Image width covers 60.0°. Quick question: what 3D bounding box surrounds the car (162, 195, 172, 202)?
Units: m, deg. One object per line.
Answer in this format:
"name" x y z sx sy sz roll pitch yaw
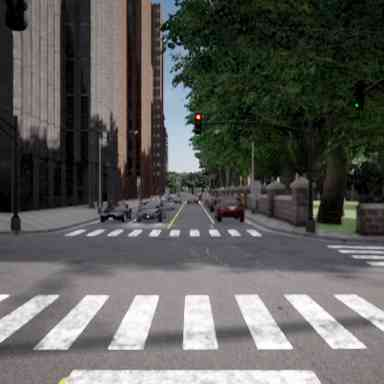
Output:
"car" -5.631 1.456 74.705 1.887 1.381 4.507 0 0 0

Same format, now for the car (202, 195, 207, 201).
"car" 2.847 1.487 47.412 2.008 1.369 4.403 0 0 0

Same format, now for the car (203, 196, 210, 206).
"car" 2.837 1.492 41.955 2.008 1.369 4.403 0 0 0

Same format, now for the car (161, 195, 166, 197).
"car" -5.669 1.513 52.877 1.802 1.307 4.206 0 0 0

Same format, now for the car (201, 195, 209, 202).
"car" 2.895 1.437 74.864 1.752 1.417 4.829 0 0 0

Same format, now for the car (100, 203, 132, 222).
"car" -5.716 1.523 25.592 1.947 1.339 4.313 0 0 0

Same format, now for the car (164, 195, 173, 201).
"car" -5.621 1.453 80.162 1.887 1.381 4.507 0 0 0

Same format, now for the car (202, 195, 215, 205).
"car" 2.866 1.366 58.325 1.967 1.590 4.097 0 0 0

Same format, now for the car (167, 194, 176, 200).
"car" -5.602 1.344 91.076 1.967 1.590 4.097 0 0 0

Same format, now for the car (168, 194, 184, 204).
"car" -2.895 1.490 60.001 1.994 1.385 4.181 0 0 0

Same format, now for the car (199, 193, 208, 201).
"car" 2.913 1.221 85.607 2.192 1.841 5.009 0 0 0

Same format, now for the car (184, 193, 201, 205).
"car" 0.155 1.419 56.145 2.128 1.511 4.902 0 0 1

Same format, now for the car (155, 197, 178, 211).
"car" -3.028 1.544 39.335 1.895 1.301 4.718 0 0 0

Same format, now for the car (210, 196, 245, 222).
"car" 2.809 1.272 25.586 2.192 1.841 5.009 0 0 0

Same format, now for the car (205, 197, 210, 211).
"car" 2.828 1.512 36.499 1.947 1.339 4.313 0 0 0

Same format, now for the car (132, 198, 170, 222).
"car" -3.060 1.460 25.859 1.837 1.490 4.892 0 1 1

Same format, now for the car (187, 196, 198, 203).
"car" 0.117 1.482 66.126 1.994 1.385 4.181 0 0 0

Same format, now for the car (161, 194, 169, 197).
"car" -5.650 1.502 63.791 1.802 1.307 4.206 0 0 0

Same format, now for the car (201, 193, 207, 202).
"car" 2.856 1.371 52.868 1.967 1.590 4.097 0 0 0
